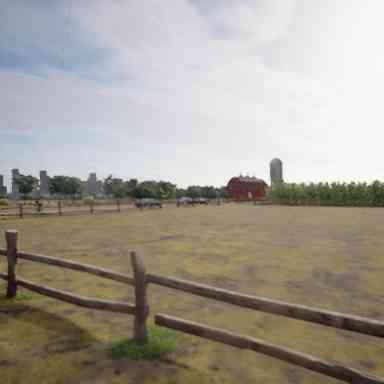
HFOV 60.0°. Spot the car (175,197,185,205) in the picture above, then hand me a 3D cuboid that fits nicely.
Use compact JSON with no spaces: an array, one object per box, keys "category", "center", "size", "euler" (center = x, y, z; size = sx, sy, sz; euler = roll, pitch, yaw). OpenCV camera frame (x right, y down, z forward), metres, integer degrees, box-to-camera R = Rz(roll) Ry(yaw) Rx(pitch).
[{"category":"car","center":[-1.533,1.858,67.283],"size":[1.837,1.490,4.892],"euler":[-2,-2,32]}]

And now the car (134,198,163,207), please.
[{"category":"car","center":[-7.139,1.748,54.645],"size":[2.033,1.411,5.357],"euler":[-2,-2,36]}]

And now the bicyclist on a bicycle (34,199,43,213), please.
[{"category":"bicyclist on a bicycle","center":[-16.627,1.554,35.945],"size":[1.656,1.620,0.582],"euler":[0,0,35]}]

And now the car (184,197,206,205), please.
[{"category":"car","center":[1.151,1.864,66.325],"size":[1.895,1.301,4.718],"euler":[-2,-2,35]}]
